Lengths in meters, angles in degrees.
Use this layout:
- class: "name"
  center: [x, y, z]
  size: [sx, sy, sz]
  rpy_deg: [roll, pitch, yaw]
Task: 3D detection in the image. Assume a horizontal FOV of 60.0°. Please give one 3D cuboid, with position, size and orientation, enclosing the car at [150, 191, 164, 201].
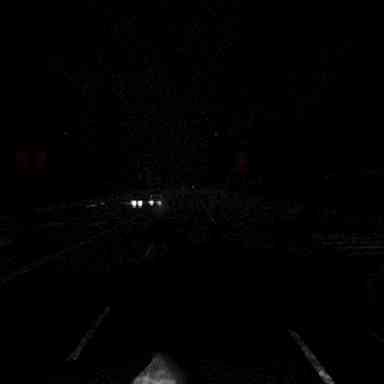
- class: "car"
  center: [-6.459, 0.699, 61.728]
  size: [2.097, 1.767, 4.553]
  rpy_deg: [0, 1, 0]

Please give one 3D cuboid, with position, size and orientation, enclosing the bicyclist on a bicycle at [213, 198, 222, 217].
- class: "bicyclist on a bicycle"
  center: [2.270, 1.350, 29.345]
  size: [0.866, 1.612, 1.509]
  rpy_deg: [0, 1, 0]

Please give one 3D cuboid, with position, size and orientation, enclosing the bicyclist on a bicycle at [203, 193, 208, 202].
- class: "bicyclist on a bicycle"
  center: [2.268, 0.888, 56.406]
  size: [0.866, 1.612, 1.509]
  rpy_deg: [0, 1, 0]

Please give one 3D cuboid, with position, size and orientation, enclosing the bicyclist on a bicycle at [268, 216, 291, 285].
- class: "bicyclist on a bicycle"
  center: [2.262, 1.465, 8.588]
  size: [0.582, 1.620, 1.656]
  rpy_deg: [0, 0, 0]

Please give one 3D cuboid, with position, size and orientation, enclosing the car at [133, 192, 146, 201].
- class: "car"
  center: [-9.709, 0.840, 61.703]
  size: [2.128, 1.511, 4.902]
  rpy_deg: [0, 1, 0]
